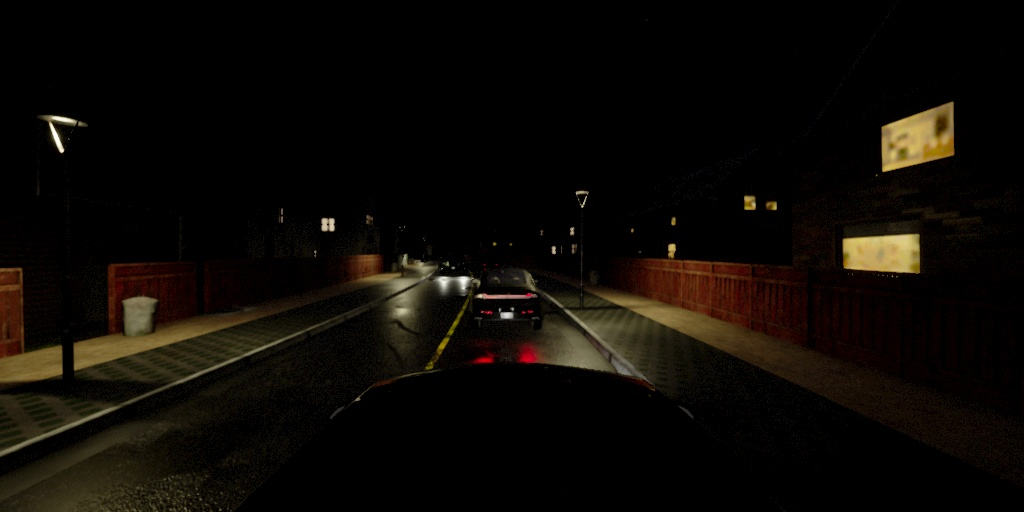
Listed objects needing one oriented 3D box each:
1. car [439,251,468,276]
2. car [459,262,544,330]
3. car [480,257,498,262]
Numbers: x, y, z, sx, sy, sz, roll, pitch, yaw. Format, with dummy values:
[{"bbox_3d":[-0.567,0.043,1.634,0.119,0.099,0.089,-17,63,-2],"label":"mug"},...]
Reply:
[{"bbox_3d":[-5.048,0.566,31.251,2.150,2.045,5.566,0,1,-8],"label":"car"},{"bbox_3d":[-0.196,1.108,10.580,2.128,1.511,4.902,0,1,-2],"label":"car"},{"bbox_3d":[-2.025,0.863,30.758,1.837,1.490,4.892,0,0,-8],"label":"car"}]
